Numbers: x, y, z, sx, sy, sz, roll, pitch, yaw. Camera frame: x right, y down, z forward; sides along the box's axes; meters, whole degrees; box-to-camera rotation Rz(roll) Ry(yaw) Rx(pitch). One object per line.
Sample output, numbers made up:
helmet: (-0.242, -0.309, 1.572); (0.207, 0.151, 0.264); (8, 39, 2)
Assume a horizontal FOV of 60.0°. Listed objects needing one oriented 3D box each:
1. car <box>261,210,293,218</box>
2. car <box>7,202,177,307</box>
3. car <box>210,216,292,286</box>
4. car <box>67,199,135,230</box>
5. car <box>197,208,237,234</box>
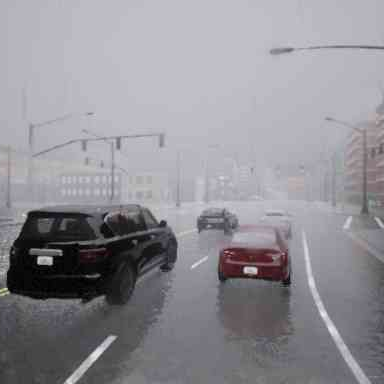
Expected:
car: (5.261, 1.828, 20.839); (1.812, 1.442, 4.674); (0, -1, 18)
car: (-2.032, 1.331, 8.549); (2.150, 2.045, 5.566); (0, 0, 13)
car: (1.942, 1.669, 9.854); (1.812, 1.442, 4.674); (0, -1, 15)
car: (-5.685, 1.330, 21.469); (2.097, 1.767, 4.553); (0, -1, 18)
car: (1.687, 1.782, 21.257); (2.128, 1.511, 4.902); (0, -1, 17)
